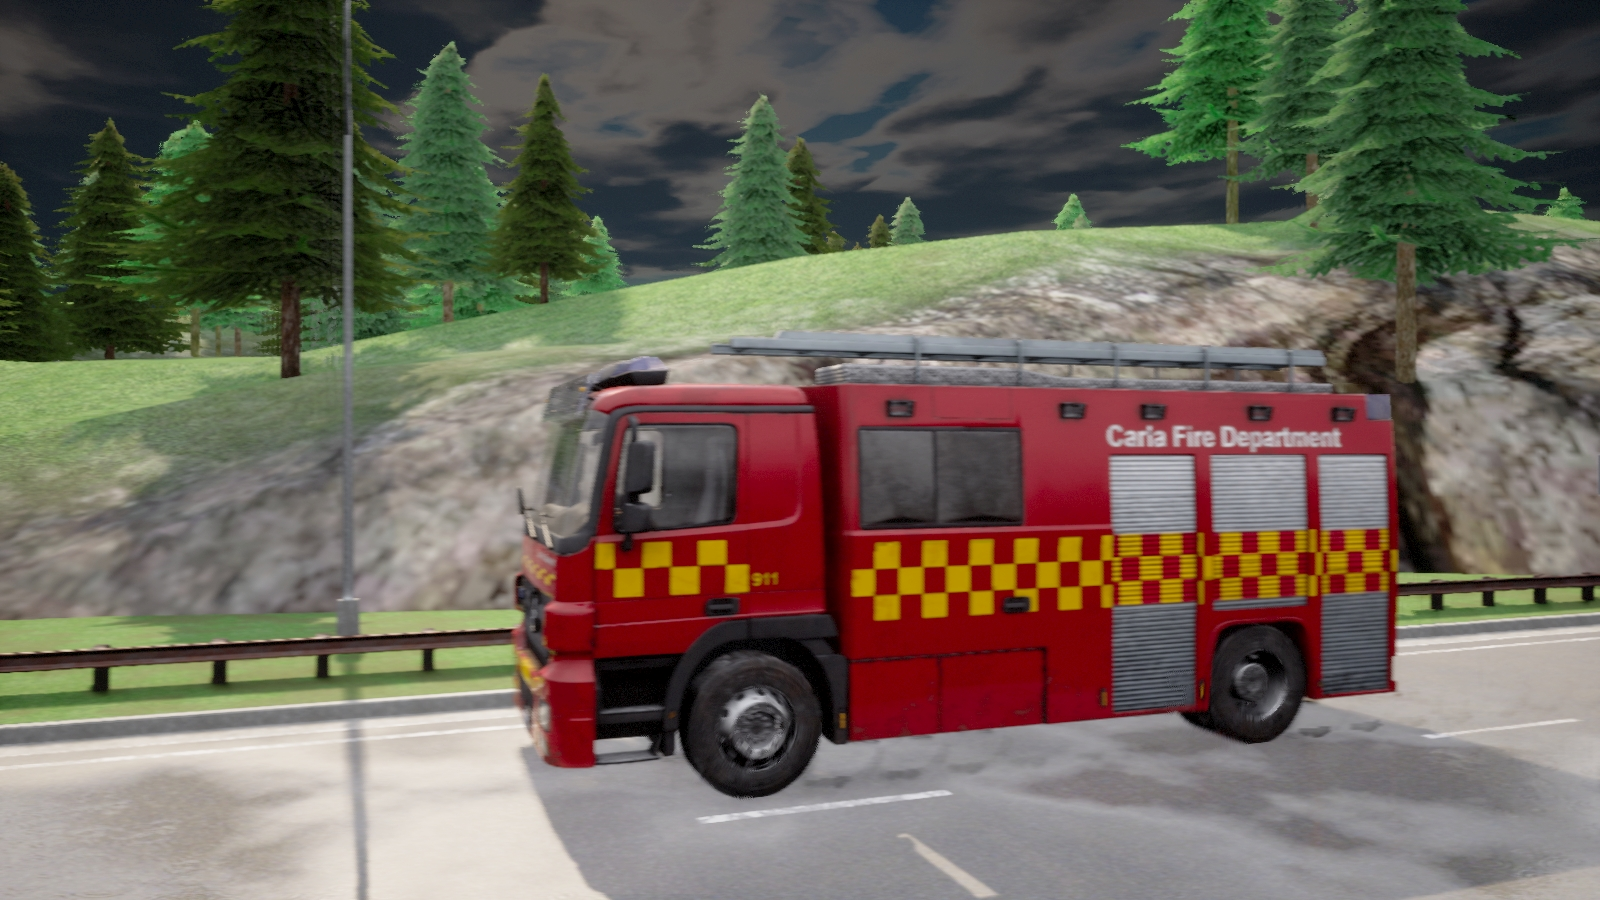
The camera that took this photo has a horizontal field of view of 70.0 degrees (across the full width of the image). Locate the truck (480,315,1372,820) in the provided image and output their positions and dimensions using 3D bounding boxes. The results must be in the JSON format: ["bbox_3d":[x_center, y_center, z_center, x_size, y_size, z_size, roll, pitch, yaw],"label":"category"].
[{"bbox_3d":[1.283,0.888,11.440,8.468,3.827,2.891,0,0,-20],"label":"truck"}]
